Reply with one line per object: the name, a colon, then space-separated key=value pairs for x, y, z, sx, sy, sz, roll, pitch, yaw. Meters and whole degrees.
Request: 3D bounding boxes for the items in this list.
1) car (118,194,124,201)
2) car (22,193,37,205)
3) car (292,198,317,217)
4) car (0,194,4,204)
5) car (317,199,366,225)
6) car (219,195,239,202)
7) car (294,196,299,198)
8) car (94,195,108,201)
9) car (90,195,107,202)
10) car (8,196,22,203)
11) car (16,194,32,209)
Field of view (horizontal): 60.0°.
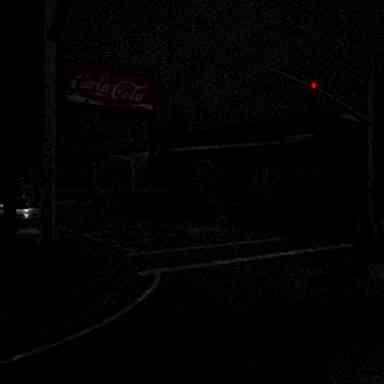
car: x=-17.212 y=1.408 z=85.004 sx=2.152 sy=1.636 sz=5.027 roll=0 pitch=0 yaw=-36
car: x=-27.890 y=1.117 z=56.478 sx=2.150 sy=2.045 sz=5.566 roll=0 pitch=-1 yaw=-35
car: x=12.060 y=1.671 z=33.017 sx=4.611 sy=1.667 sz=2.242 roll=0 pitch=0 yaw=-36
car: x=-32.331 y=1.227 z=56.410 sx=2.097 sy=1.767 sz=4.553 roll=0 pitch=0 yaw=-35
car: x=11.891 y=1.474 z=25.887 sx=3.866 sy=1.878 sz=1.905 roll=0 pitch=0 yaw=-36
car: x=9.076 y=1.688 z=81.723 sx=1.845 sy=1.501 sz=3.633 roll=0 pitch=0 yaw=-36
car: x=23.169 y=1.770 z=82.501 sx=2.152 sy=1.636 sz=5.027 roll=0 pitch=0 yaw=-36
car: x=-22.207 y=1.446 z=80.961 sx=1.970 sy=1.475 sz=3.806 roll=0 pitch=0 yaw=-36
car: x=-21.014 y=1.486 z=73.107 sx=2.007 sy=1.523 sz=4.514 roll=0 pitch=0 yaw=-36
car: x=-35.723 y=1.455 z=67.122 sx=1.994 sy=1.385 sz=4.181 roll=0 pitch=0 yaw=-36
car: x=-22.132 y=1.375 z=42.252 sx=1.837 sy=1.490 sz=4.892 roll=0 pitch=-1 yaw=-36
